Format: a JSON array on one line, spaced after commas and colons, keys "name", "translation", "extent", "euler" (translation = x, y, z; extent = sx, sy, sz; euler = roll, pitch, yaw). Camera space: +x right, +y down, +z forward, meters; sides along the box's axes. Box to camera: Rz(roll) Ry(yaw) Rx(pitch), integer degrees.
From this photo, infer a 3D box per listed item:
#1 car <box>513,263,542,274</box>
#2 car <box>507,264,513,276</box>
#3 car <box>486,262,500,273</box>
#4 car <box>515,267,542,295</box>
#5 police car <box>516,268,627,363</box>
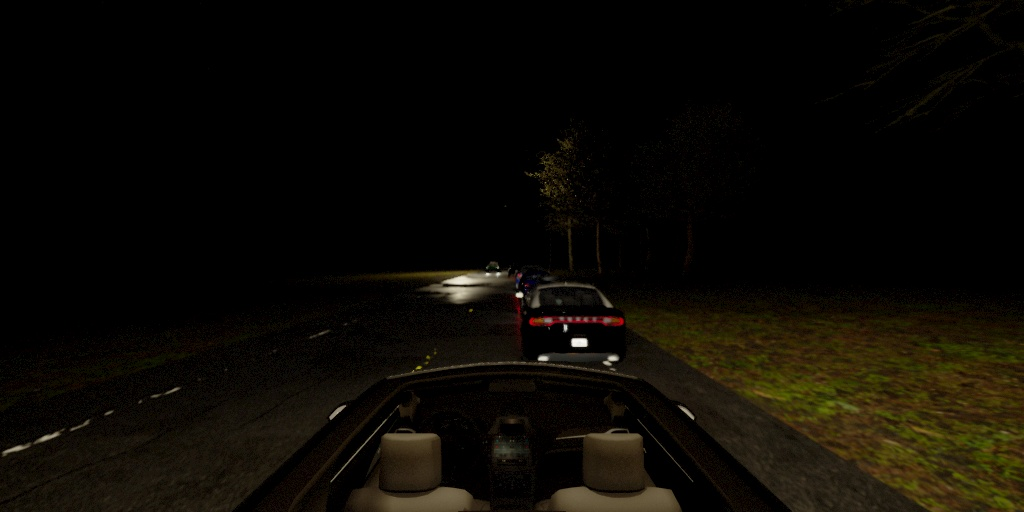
[{"name": "car", "translation": [1.283, 1.364, 24.314], "extent": [2.097, 1.767, 4.553], "euler": [0, -1, 1]}, {"name": "car", "translation": [0.469, 1.803, 45.858], "extent": [1.837, 1.490, 4.892], "euler": [0, 0, 1]}, {"name": "car", "translation": [-2.954, 1.779, 56.457], "extent": [2.097, 1.767, 4.553], "euler": [0, -1, 1]}, {"name": "car", "translation": [1.226, 1.462, 18.342], "extent": [1.812, 1.442, 4.674], "euler": [0, -1, 1]}, {"name": "police car", "translation": [1.129, 1.245, 8.452], "extent": [1.930, 1.638, 5.238], "euler": [0, -1, 1]}]
